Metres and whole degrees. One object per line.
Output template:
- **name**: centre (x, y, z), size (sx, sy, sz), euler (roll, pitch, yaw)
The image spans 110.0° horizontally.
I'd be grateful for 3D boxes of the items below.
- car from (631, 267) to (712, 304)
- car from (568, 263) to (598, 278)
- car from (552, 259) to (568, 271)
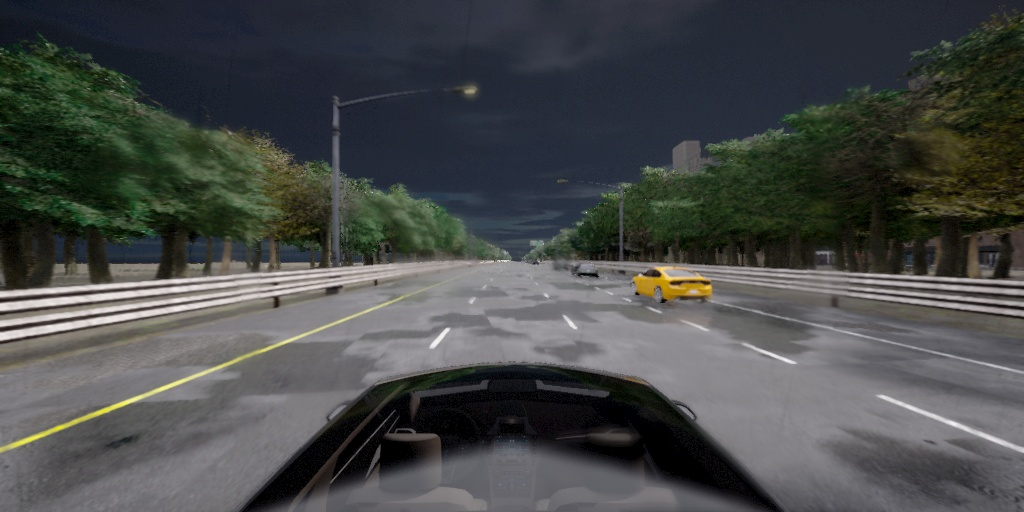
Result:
- **car**: centre (7.007, 1.229, 16.304), size (1.882, 1.535, 5.008), euler (0, 0, 0)
- **car**: centre (7.045, 1.352, 35.089), size (1.994, 1.385, 4.181), euler (0, 0, 0)
- **car**: centre (7.116, 1.254, 52.680), size (2.097, 1.767, 4.553), euler (0, -1, 0)
